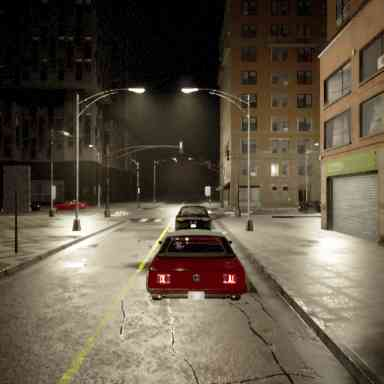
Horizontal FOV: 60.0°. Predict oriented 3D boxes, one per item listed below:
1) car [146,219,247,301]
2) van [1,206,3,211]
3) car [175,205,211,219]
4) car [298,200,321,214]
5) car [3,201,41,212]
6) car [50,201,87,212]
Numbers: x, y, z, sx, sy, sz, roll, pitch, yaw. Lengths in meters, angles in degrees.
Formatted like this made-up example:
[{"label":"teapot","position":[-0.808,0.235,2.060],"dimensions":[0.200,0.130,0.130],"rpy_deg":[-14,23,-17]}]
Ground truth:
[{"label":"car","position":[0.081,1.601,8.282],"dimensions":[1.895,1.301,4.718],"rpy_deg":[0,0,0]},{"label":"van","position":[-20.185,1.425,30.791],"dimensions":[3.998,1.788,1.690],"rpy_deg":[0,0,0]},{"label":"car","position":[0.059,1.474,18.431],"dimensions":[1.882,1.535,5.008],"rpy_deg":[0,0,0]},{"label":"car","position":[12.041,1.415,30.826],"dimensions":[4.313,1.339,1.947],"rpy_deg":[0,0,0]},{"label":"car","position":[-20.201,1.725,39.315],"dimensions":[4.313,1.339,1.947],"rpy_deg":[0,0,0]},{"label":"car","position":[-14.553,1.701,39.321],"dimensions":[4.206,1.307,1.802],"rpy_deg":[0,0,0]}]
